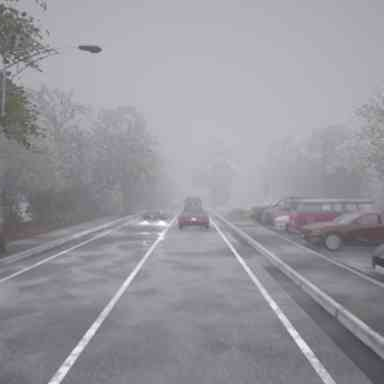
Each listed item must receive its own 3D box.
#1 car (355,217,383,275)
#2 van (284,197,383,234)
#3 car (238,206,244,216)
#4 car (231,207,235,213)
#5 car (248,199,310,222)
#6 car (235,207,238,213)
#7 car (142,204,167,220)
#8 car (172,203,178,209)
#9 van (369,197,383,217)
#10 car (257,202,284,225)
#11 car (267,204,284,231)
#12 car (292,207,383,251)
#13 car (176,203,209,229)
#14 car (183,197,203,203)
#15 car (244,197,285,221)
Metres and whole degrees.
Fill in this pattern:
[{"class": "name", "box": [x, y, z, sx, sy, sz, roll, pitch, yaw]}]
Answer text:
[{"class": "car", "box": [7.045, 1.521, 8.246, 4.792, 1.488, 2.163, 0, 0, 0]}, {"class": "van", "box": [7.202, 1.327, 16.575, 4.442, 1.987, 1.878, 0, 0, 0]}, {"class": "car", "box": [7.108, 1.664, 30.450, 5.008, 1.535, 2.097, 0, -1, 0]}, {"class": "car", "box": [6.923, 1.741, 35.990, 5.366, 1.575, 1.946, 0, -1, 0]}, {"class": "car", "box": [7.130, 1.511, 27.674, 4.553, 1.767, 2.185, 0, 0, 0]}, {"class": "car", "box": [7.111, 1.701, 33.222, 4.892, 1.521, 2.231, 0, -1, 0]}, {"class": "car", "box": [-3.329, 1.795, 30.167, 1.895, 1.301, 4.718, 0, -1, 0]}, {"class": "car", "box": [-3.203, 2.977, 71.478, 1.994, 1.385, 4.181, 0, -3, 0]}, {"class": "van", "box": [20.302, 1.471, 33.105, 4.442, 1.987, 1.878, 0, -1, 0]}, {"class": "car", "box": [7.121, 1.623, 22.125, 4.792, 1.488, 2.163, 0, 0, 0]}, {"class": "car", "box": [7.091, 1.613, 19.349, 4.674, 1.452, 2.002, 0, 0, 0]}, {"class": "car", "box": [7.087, 1.532, 13.797, 5.008, 1.535, 2.097, 0, 0, 0]}, {"class": "car", "box": [0.115, 1.677, 22.717, 1.994, 1.385, 4.181, 0, 0, 0]}, {"class": "car", "box": [0.128, 1.614, 41.429, 2.150, 2.045, 5.566, 0, -2, 0]}, {"class": "car", "box": [7.067, 1.362, 24.903, 5.566, 2.045, 2.435, 0, 0, 0]}]
